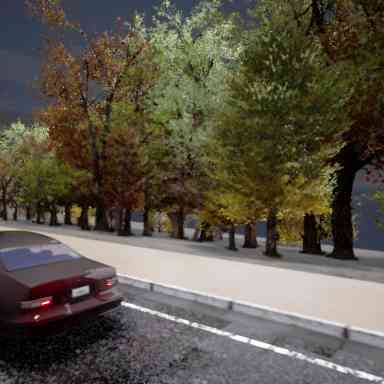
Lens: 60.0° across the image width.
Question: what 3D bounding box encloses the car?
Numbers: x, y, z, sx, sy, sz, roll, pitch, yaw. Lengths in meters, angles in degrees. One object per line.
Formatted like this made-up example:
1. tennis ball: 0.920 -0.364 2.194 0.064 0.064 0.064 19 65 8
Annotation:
1. car: -3.666 1.475 6.340 5.357 1.411 2.033 1 0 36
